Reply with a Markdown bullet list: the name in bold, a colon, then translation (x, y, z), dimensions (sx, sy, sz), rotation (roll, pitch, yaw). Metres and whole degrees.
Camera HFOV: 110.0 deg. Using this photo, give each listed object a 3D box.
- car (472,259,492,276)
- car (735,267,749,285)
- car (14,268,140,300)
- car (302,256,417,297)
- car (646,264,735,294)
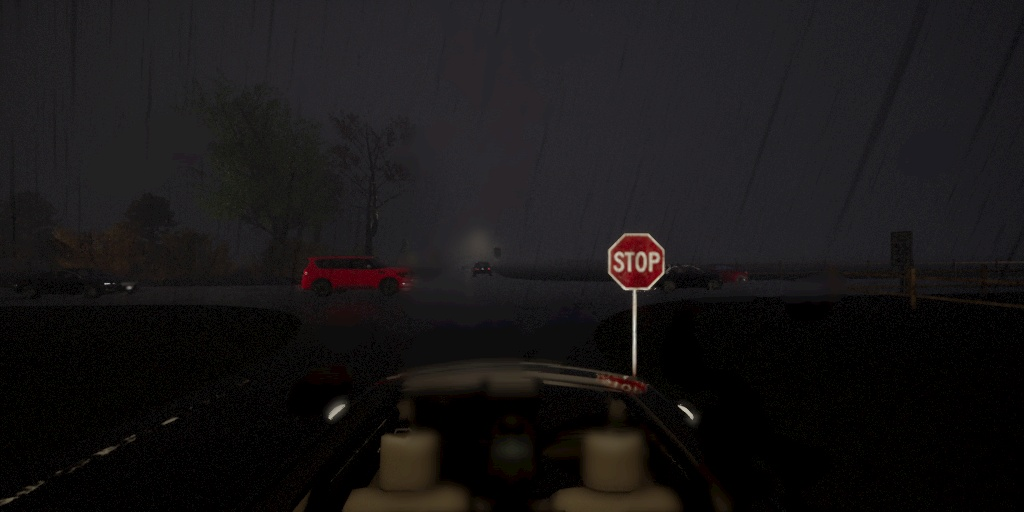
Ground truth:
- **car**: translation (-3.079, 1.299, 37.455), dimensions (2.033, 1.411, 5.357), rotation (0, 0, -5)
- **car**: translation (13.148, 1.191, 23.600), dimensions (4.181, 1.385, 1.994), rotation (0, 0, -4)
- **car**: translation (-21.971, 1.369, 18.256), dimensions (4.902, 1.511, 2.128), rotation (0, 0, -1)
- **car**: translation (-7.876, 1.011, 18.742), dimensions (5.566, 2.045, 2.150), rotation (-1, 0, -2)
- **car**: translation (9.001, 1.161, 19.309), dimensions (4.902, 1.511, 2.128), rotation (0, 0, -17)
